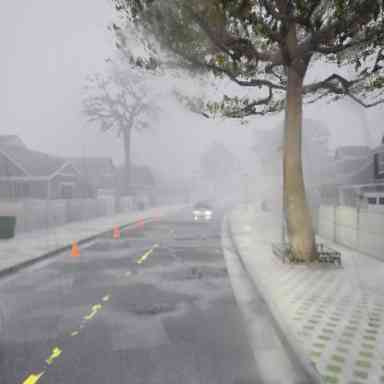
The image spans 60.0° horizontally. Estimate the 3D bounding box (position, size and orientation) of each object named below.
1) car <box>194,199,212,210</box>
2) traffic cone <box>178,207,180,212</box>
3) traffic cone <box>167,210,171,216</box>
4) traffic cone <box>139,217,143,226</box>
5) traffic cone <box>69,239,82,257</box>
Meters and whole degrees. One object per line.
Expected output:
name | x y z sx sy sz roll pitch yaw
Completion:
car | 1.441 1.615 42.646 1.895 1.301 4.718 0 0 9
traffic cone | -1.481 1.960 36.773 0.340 0.580 0.340 0 0 9
traffic cone | -2.212 1.951 31.774 0.340 0.580 0.340 0 0 8
traffic cone | -3.364 1.940 21.739 0.340 0.580 0.340 0 0 5
traffic cone | -4.101 1.938 11.663 0.340 0.580 0.340 0 0 3
